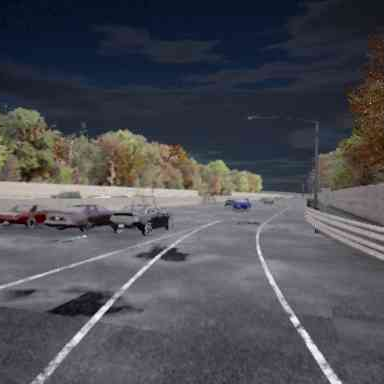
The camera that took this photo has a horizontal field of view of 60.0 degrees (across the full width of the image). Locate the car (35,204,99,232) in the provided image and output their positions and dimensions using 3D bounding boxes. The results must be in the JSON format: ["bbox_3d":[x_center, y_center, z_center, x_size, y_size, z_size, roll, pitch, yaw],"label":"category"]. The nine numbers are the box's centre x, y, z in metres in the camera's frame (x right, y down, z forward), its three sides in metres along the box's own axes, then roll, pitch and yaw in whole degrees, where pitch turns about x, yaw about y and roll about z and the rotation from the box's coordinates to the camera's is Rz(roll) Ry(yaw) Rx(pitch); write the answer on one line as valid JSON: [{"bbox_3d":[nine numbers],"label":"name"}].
[{"bbox_3d":[-5.932,1.406,18.969,2.033,1.411,5.357,1,0,19],"label":"car"}]

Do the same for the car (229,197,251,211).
[{"bbox_3d":[6.885,1.707,45.593,1.882,1.535,5.008,1,0,19],"label":"car"}]

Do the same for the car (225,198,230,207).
[{"bbox_3d":[6.875,1.773,56.339,1.837,1.490,4.892,1,0,19],"label":"car"}]

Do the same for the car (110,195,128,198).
[{"bbox_3d":[-14.943,1.298,68.220,1.882,1.535,5.008,1,0,19],"label":"car"}]

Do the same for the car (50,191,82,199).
[{"bbox_3d":[-20.075,0.877,53.321,2.150,2.045,5.566,1,0,19],"label":"car"}]

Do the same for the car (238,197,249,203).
[{"bbox_3d":[13.185,1.981,85.485,1.882,1.535,5.008,1,0,19],"label":"car"}]

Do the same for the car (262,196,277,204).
[{"bbox_3d":[18.556,2.155,79.581,1.994,1.385,4.181,1,0,19],"label":"car"}]

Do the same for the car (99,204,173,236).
[{"bbox_3d":[-2.561,1.422,17.981,2.128,1.511,4.902,1,0,19],"label":"car"}]

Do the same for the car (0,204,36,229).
[{"bbox_3d":[-9.282,1.385,20.003,1.895,1.301,4.718,1,0,19],"label":"car"}]
